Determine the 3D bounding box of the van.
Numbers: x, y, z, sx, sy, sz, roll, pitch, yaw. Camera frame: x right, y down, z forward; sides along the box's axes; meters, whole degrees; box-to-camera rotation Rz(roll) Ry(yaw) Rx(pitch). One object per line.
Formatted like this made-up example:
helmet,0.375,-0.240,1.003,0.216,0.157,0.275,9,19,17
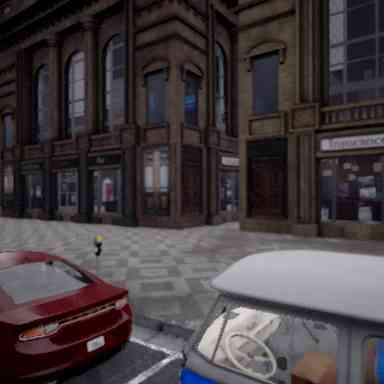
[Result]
van,1.723,1.338,1.732,3.998,1.788,1.690,0,0,36

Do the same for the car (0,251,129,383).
car,-2.895,1.581,5.031,4.507,1.381,1.887,0,0,36
